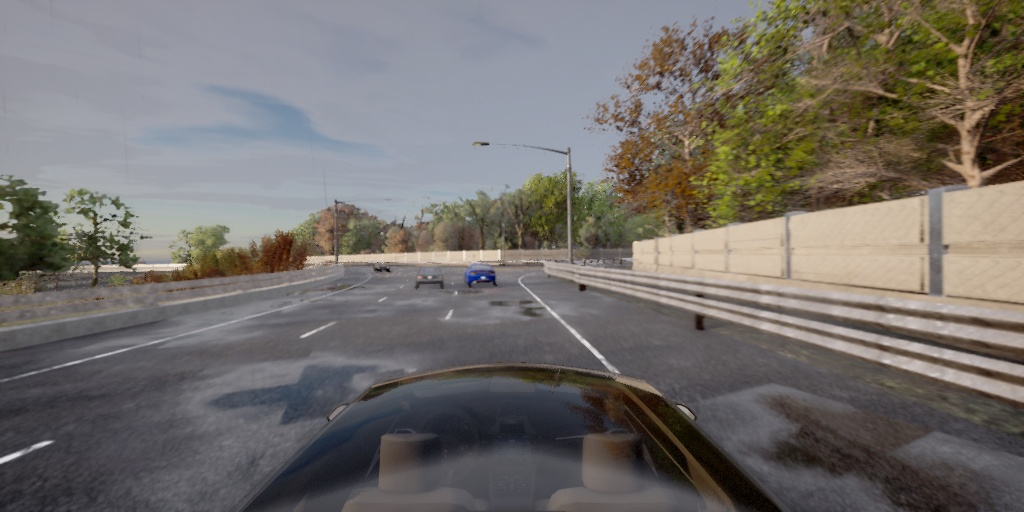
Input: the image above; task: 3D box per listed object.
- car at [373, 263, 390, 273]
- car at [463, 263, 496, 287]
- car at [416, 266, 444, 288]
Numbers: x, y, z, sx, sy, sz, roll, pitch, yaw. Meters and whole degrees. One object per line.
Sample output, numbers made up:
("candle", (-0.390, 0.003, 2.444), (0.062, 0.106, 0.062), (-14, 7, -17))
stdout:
("car", (-18.480, 1.662, 50.601), (1.895, 1.301, 4.718), (-1, 0, -27))
("car", (-2.344, 1.266, 25.409), (1.882, 1.535, 5.008), (-1, 0, -12))
("car", (-5.643, 1.392, 24.704), (2.033, 1.411, 5.357), (-1, 0, -13))
